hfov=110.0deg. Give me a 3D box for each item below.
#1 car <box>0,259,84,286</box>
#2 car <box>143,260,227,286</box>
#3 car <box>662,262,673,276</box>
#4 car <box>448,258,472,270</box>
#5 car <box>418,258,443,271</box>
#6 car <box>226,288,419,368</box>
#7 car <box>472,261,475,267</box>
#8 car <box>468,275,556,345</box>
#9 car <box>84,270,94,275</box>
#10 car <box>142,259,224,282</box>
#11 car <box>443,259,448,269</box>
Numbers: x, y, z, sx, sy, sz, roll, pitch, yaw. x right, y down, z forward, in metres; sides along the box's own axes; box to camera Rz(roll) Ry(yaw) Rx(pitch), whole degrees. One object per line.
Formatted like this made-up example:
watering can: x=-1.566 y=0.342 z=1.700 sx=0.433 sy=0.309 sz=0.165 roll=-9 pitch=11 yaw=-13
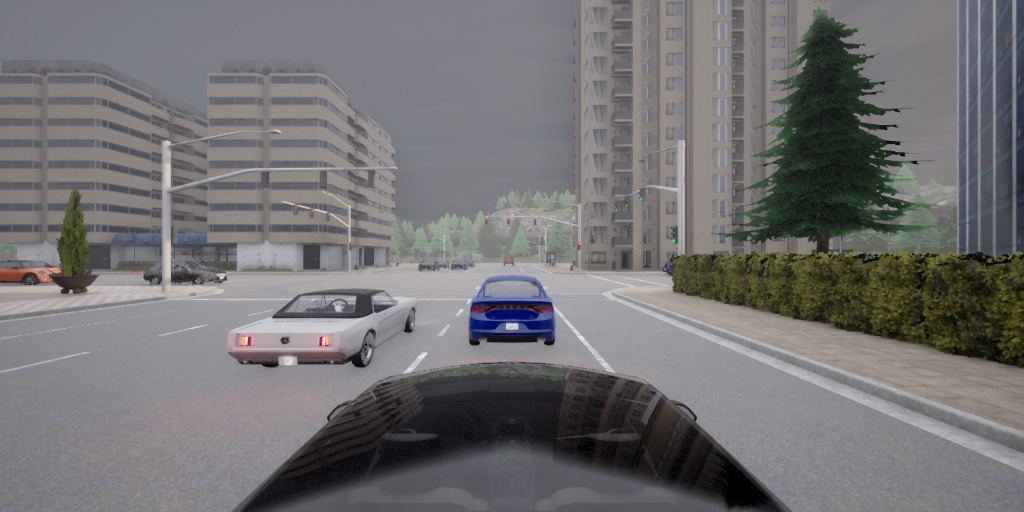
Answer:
car: x=-33.339 y=1.101 z=24.795 sx=4.553 sy=1.767 sz=2.097 roll=0 pitch=0 yaw=0
car: x=-22.393 y=1.241 z=24.695 sx=4.902 sy=1.511 sz=2.128 roll=0 pitch=0 yaw=1
car: x=17.892 y=0.971 z=35.442 sx=5.566 sy=2.045 sz=2.150 roll=0 pitch=0 yaw=0
car: x=-7.547 y=1.102 z=52.124 sx=2.097 sy=1.767 sz=4.553 roll=0 pitch=0 yaw=0
car: x=-11.012 y=1.102 z=47.905 sx=2.097 sy=1.767 sz=4.553 roll=0 pitch=0 yaw=0
car: x=-3.496 y=1.351 z=7.829 sx=1.895 sy=1.301 sz=4.718 roll=0 pitch=0 yaw=0
car: x=-7.610 y=1.297 z=62.565 sx=2.033 sy=1.411 sz=5.357 roll=0 pitch=0 yaw=1
car: x=-0.004 y=1.228 z=9.495 sx=1.882 sy=1.535 sz=5.008 roll=0 pitch=0 yaw=0
car: x=-36.298 y=1.351 z=28.301 sx=4.718 sy=1.301 sz=1.895 roll=0 pitch=0 yaw=0
car: x=-25.845 y=1.102 z=28.315 sx=4.553 sy=1.767 sz=2.097 roll=0 pitch=0 yaw=-1
car: x=-11.083 y=1.255 z=56.990 sx=1.837 sy=1.490 sz=4.892 roll=0 pitch=0 yaw=0
